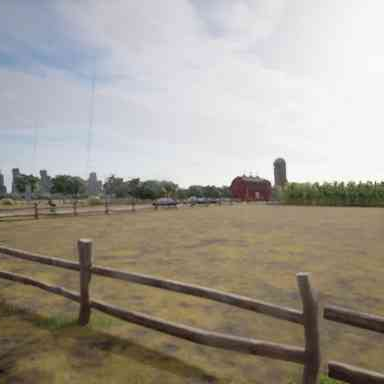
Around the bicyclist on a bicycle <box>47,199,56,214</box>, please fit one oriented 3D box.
[{"bbox_3d":[-14.630,1.503,34.501,1.656,1.620,0.582,0,0,35],"label":"bicyclist on a bicycle"}]

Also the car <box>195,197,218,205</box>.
[{"bbox_3d":[3.135,1.804,64.889,1.895,1.301,4.718,-2,-2,35],"label":"car"}]

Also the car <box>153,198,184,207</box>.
[{"bbox_3d":[-4.152,1.694,54.586,2.033,1.411,5.357,-2,-1,36],"label":"car"}]

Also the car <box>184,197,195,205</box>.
[{"bbox_3d":[-0.033,1.789,65.155,1.837,1.490,4.892,-2,-2,33],"label":"car"}]
